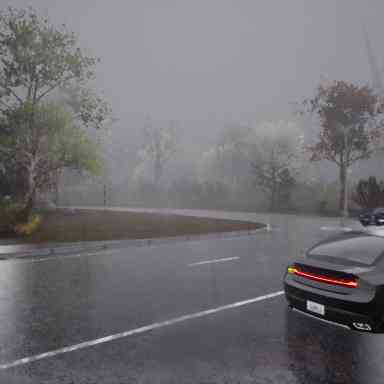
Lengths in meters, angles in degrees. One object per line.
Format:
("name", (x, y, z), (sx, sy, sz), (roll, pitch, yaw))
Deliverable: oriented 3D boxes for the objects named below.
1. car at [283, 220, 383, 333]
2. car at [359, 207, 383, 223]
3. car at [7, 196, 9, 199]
("car", (3.841, 1.505, 6.458), (4.892, 1.490, 1.837), (0, 0, -36))
("car", (12.835, 1.601, 21.562), (4.718, 1.301, 1.895), (0, 0, -35))
("car", (-30.662, 1.566, 57.326), (5.566, 2.045, 2.150), (-1, 0, 29))
